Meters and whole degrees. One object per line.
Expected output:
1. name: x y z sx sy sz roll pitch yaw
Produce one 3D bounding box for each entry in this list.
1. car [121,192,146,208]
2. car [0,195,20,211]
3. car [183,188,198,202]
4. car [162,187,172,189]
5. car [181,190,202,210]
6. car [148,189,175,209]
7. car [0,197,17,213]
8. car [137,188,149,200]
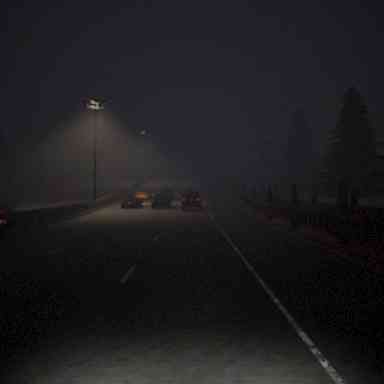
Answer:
1. car: -7.012 1.103 39.023 1.994 1.385 4.181 0 4 0
2. car: -21.153 1.243 36.209 2.033 1.411 5.357 0 3 0
3. car: -0.159 0.363 48.139 2.033 1.411 5.357 0 6 0
4. car: -3.663 0.066 49.117 2.097 1.767 4.553 0 6 0
5. car: -0.103 0.855 37.425 2.150 2.045 5.566 0 3 0
6. car: -3.511 0.902 38.843 2.097 1.767 4.553 0 3 0
7. car: -17.618 1.510 29.078 2.033 1.411 5.357 0 1 0
8. car: -7.165 0.190 49.128 1.882 1.535 5.008 0 6 0
